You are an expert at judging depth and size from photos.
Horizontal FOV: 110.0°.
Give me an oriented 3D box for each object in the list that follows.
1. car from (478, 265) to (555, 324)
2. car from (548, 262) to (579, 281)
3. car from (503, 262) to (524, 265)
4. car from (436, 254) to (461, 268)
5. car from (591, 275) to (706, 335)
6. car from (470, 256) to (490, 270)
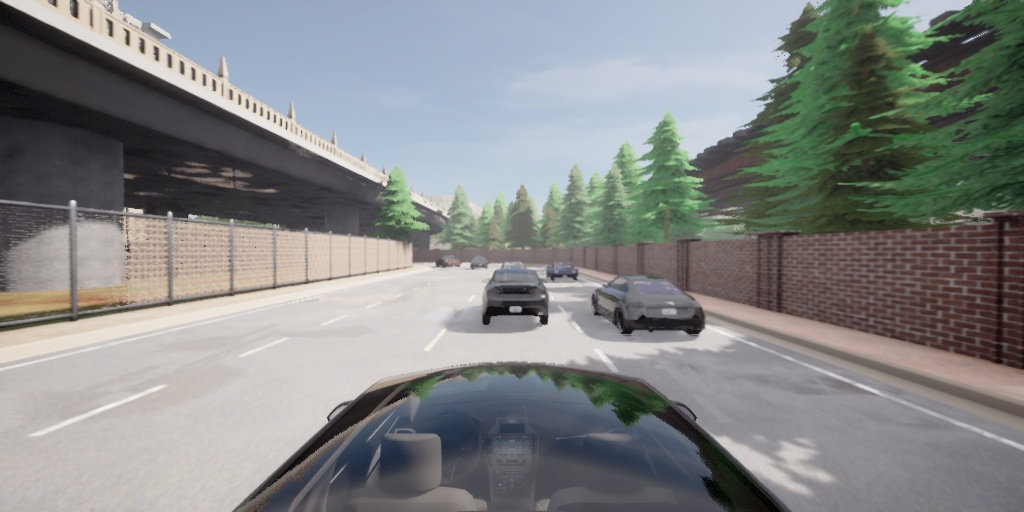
[{"bbox_3d":[0.088,1.138,11.408,1.837,1.490,4.892,0,-1,0],"label":"car"},{"bbox_3d":[3.587,1.069,26.413,1.895,1.301,4.718,0,1,0],"label":"car"},{"bbox_3d":[0.087,1.069,26.413,1.895,1.301,4.718,0,1,0],"label":"car"},{"bbox_3d":[-8.082,0.601,45.625,2.097,1.767,4.553,-1,1,-27],"label":"car"},{"bbox_3d":[3.578,1.217,10.155,1.994,1.385,4.181,0,1,0],"label":"car"},{"bbox_3d":[-3.713,0.800,41.618,1.837,1.490,4.892,1,0,-4],"label":"car"}]
